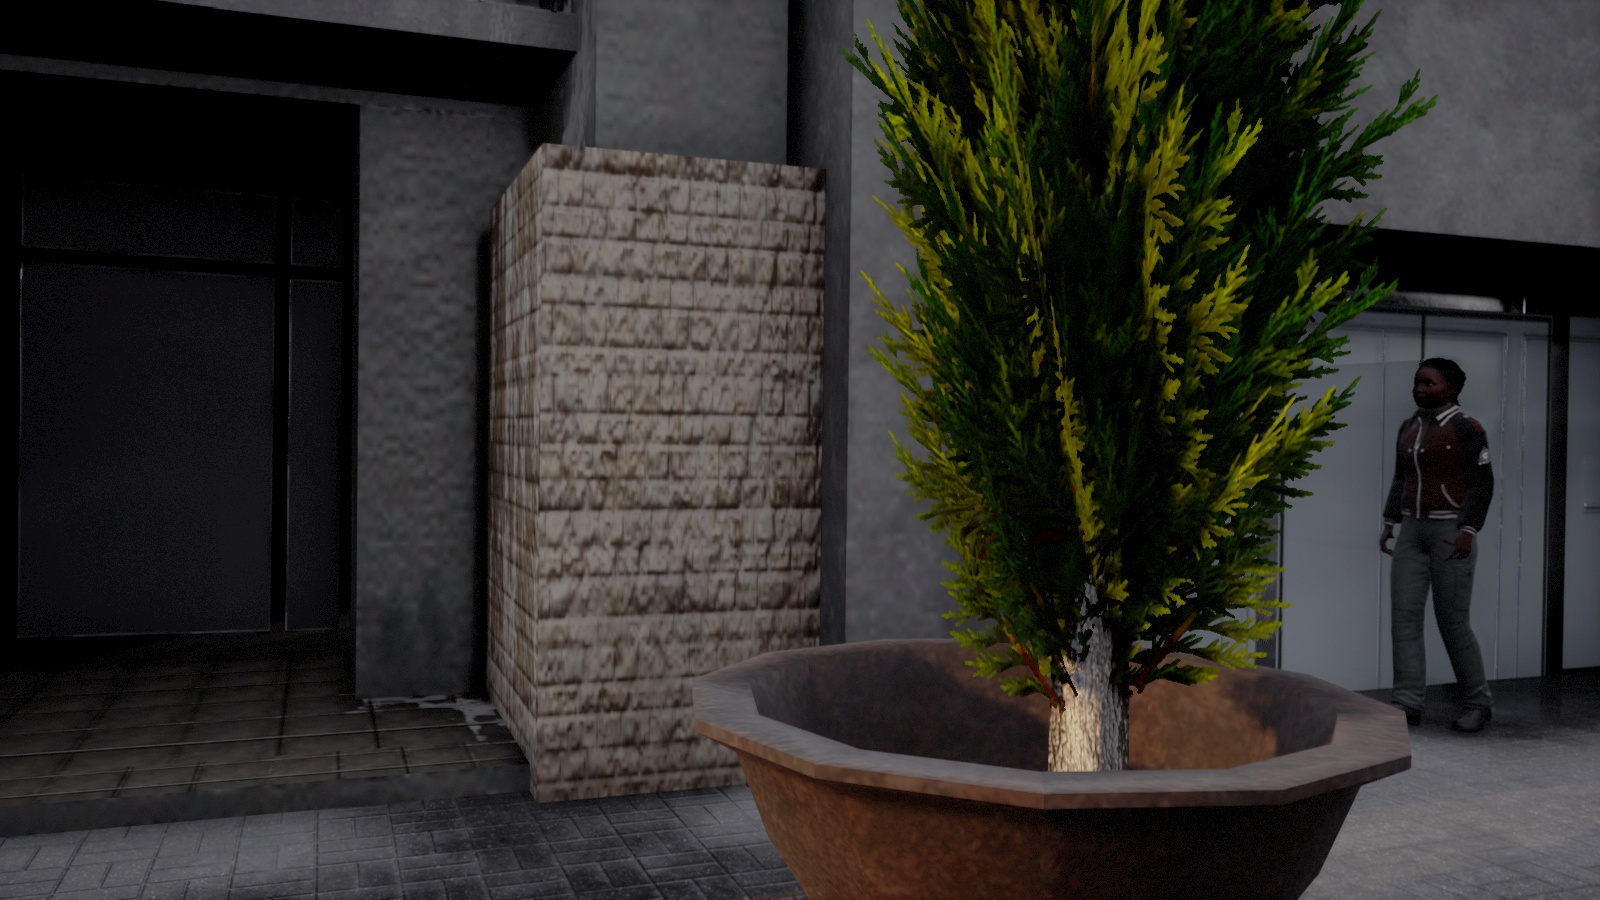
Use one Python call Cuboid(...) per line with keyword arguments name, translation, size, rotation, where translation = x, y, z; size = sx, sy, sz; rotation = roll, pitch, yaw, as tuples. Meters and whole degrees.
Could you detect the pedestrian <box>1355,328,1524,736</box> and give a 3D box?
Cuboid(name="pedestrian", translation=(3.171, 0.381, 6.236), size=(0.666, 1.930, 0.402), rotation=(-1, 1, -20))
